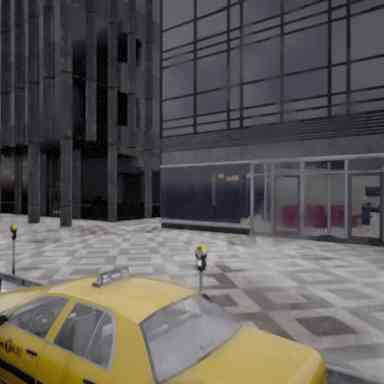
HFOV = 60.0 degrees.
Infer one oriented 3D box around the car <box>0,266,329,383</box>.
[{"bbox_3d":[-1.050,1.523,3.711,4.829,1.417,1.752,0,0,35],"label":"car"}]
